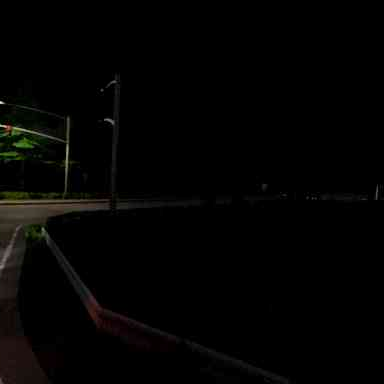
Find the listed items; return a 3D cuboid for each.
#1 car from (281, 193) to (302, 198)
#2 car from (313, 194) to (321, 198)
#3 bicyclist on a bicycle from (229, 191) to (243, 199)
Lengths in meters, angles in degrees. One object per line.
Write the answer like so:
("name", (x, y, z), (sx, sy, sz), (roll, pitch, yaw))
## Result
("car", (15.680, 0.705, 52.120), (2.128, 1.511, 4.902), (5, 3, 37))
("car", (21.928, 0.692, 60.347), (1.837, 1.490, 4.892), (5, 3, 37))
("bicyclist on a bicycle", (4.408, 0.693, 31.868), (1.656, 1.620, 0.582), (41, 22, 28))
